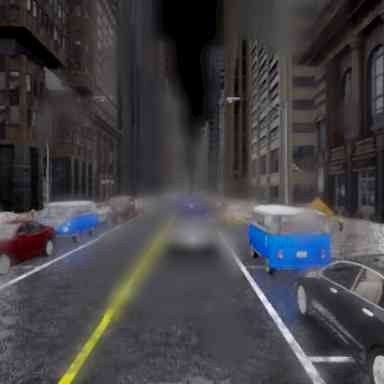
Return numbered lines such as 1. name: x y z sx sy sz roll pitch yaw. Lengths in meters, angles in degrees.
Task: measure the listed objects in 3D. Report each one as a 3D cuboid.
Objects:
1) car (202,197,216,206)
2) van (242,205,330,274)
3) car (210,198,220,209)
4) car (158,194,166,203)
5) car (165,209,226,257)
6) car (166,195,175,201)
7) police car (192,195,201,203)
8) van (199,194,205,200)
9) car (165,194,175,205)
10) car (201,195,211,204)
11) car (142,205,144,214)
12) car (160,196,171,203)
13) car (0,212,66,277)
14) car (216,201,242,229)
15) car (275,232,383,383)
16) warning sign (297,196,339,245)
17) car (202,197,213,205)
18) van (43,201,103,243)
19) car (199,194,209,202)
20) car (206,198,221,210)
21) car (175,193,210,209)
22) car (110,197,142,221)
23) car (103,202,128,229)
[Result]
1. car: 2.781 1.577 55.179 1.947 1.339 4.313 0 0 0
2. van: 2.766 1.341 10.229 1.690 1.788 3.998 0 0 0
3. car: 2.774 1.584 32.704 1.802 1.307 4.206 0 0 0
4. car: -5.740 1.601 66.404 1.802 1.307 4.206 0 0 0
5. car: 0.051 1.565 13.008 1.994 1.385 4.181 0 0 1
6. car: -5.733 1.601 88.878 1.947 1.339 4.313 0 0 0
7. police car: 0.925 1.449 73.588 1.930 1.638 5.238 0 0 0
8. van: 2.794 1.380 94.511 1.690 1.788 3.998 0 0 0
9. car: -3.041 1.491 57.323 1.882 1.535 5.008 0 0 0
10. car: 2.785 1.459 66.417 1.967 1.590 4.097 0 0 0
11. car: -5.751 1.528 32.525 1.752 1.417 4.829 0 0 0
12. car: -5.739 1.589 72.023 1.947 1.339 4.313 0 0 0
13. car: -5.759 1.545 10.220 1.887 1.381 4.507 0 0 0
14. car: 2.770 1.527 21.637 1.752 1.417 4.829 0 0 0
15. car: 2.764 1.551 4.610 2.008 1.369 4.403 0 0 0
16. warning sign: 5.072 1.116 13.477 1.300 1.860 1.060 0 0 0
17. car: 2.783 1.560 60.798 1.887 1.381 4.507 0 0 0
18. van: -5.757 1.342 15.839 1.690 1.788 3.998 0 0 0
19. car: 2.788 1.341 77.654 2.192 1.841 5.009 0 0 0
20. car: 2.777 1.530 44.112 1.752 1.417 4.829 0 0 0
21. car: 0.041 1.225 26.764 2.150 2.045 5.566 0 0 1
22. car: -5.753 1.317 27.076 2.192 1.841 5.009 0 0 0
23. car: -5.755 1.552 21.457 2.008 1.369 4.403 0 0 0
